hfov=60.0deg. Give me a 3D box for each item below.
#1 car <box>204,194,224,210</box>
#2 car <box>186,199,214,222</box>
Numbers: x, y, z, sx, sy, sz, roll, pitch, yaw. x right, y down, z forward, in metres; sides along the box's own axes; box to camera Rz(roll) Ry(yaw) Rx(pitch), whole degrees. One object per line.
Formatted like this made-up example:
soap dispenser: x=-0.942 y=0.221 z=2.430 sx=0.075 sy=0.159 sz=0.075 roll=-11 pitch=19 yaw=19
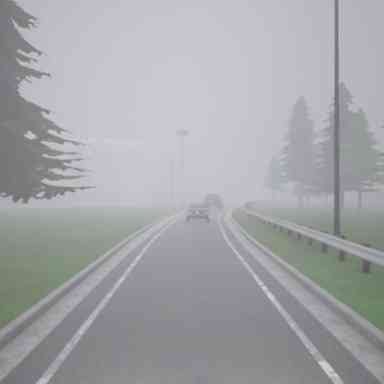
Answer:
car: x=2.846 y=1.244 z=43.215 sx=2.150 sy=2.045 sz=5.566 roll=0 pitch=0 yaw=12
car: x=0.556 y=1.563 z=26.704 sx=2.033 sy=1.411 sz=5.357 roll=0 pitch=0 yaw=4
